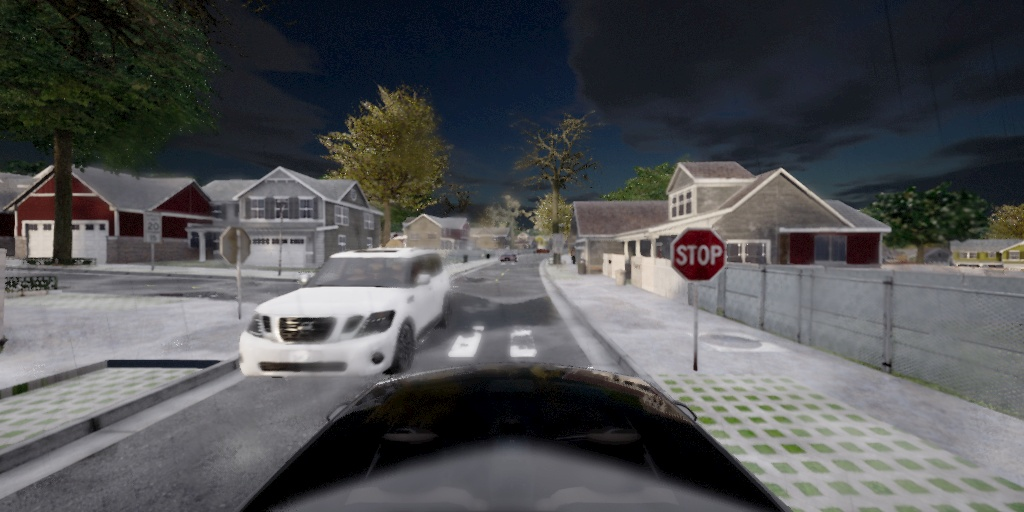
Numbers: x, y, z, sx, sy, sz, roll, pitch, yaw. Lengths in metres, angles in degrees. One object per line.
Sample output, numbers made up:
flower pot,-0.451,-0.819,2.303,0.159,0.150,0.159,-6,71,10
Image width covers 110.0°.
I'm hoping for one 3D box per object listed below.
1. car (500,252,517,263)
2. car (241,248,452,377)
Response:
car,-0.400,0.176,47.096,1.994,1.385,4.181,0,1,6
car,-2.690,0.863,7.395,2.150,2.045,5.566,0,2,1
